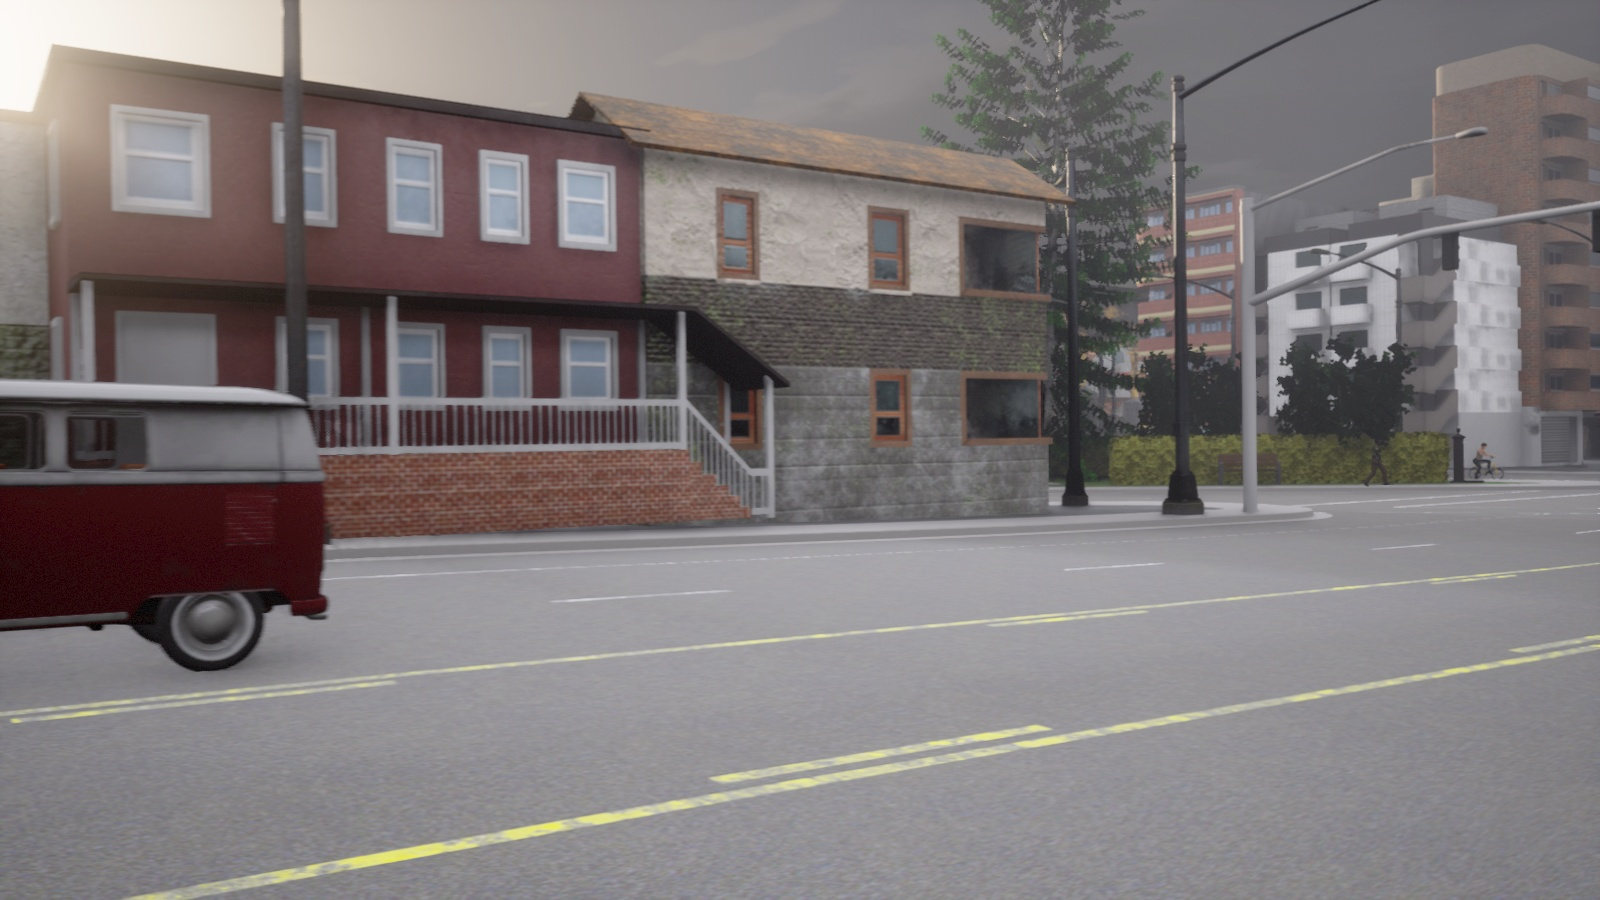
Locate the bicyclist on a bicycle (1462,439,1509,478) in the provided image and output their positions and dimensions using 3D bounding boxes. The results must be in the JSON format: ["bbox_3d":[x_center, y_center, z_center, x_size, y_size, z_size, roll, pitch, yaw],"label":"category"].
[{"bbox_3d":[29.464,0.352,54.003,0.866,1.612,1.509,-1,1,-34],"label":"bicyclist on a bicycle"}]

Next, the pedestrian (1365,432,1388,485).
[{"bbox_3d":[21.027,0.299,45.815,0.692,1.930,0.395,-1,1,13],"label":"pedestrian"}]

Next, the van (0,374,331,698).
[{"bbox_3d":[-5.629,0.529,8.284,4.442,1.987,1.775,0,0,-36],"label":"van"}]
